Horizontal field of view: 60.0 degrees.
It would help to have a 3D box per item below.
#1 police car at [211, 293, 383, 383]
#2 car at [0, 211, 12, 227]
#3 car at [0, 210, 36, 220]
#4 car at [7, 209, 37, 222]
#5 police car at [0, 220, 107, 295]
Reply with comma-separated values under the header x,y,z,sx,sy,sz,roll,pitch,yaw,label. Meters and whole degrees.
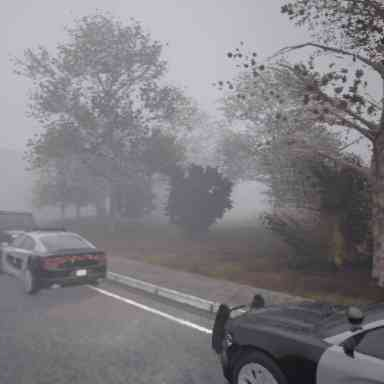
x,y,z,sx,sy,sz,roll,pitch,yaw,label
2.427,1.669,3.149,1.930,1.638,5.238,4,-4,-45,police car
-20.073,2.704,34.046,1.882,1.535,5.008,2,-3,-16,car
-8.390,1.800,14.513,2.150,2.045,5.566,4,-4,-40,car
-22.296,3.090,43.911,1.812,1.442,4.674,1,-2,-4,car
-4.544,1.872,10.228,1.930,1.638,5.238,4,-4,-43,police car
